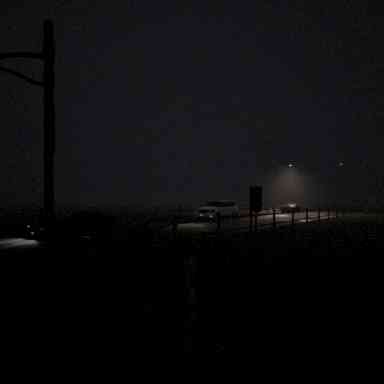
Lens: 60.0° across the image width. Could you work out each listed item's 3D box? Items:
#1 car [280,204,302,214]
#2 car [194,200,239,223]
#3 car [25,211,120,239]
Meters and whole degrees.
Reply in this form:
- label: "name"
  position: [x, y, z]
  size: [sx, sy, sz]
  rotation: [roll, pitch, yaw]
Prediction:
- label: "car"
  position: [14.405, 2.451, 48.346]
  size: [2.128, 1.511, 4.902]
  rotation: [0, -1, 37]
- label: "car"
  position: [2.469, 1.787, 32.097]
  size: [2.150, 2.045, 5.566]
  rotation: [0, -1, 36]
- label: "car"
  position: [-6.741, 1.812, 19.487]
  size: [2.033, 1.411, 5.357]
  rotation: [0, -1, 36]
